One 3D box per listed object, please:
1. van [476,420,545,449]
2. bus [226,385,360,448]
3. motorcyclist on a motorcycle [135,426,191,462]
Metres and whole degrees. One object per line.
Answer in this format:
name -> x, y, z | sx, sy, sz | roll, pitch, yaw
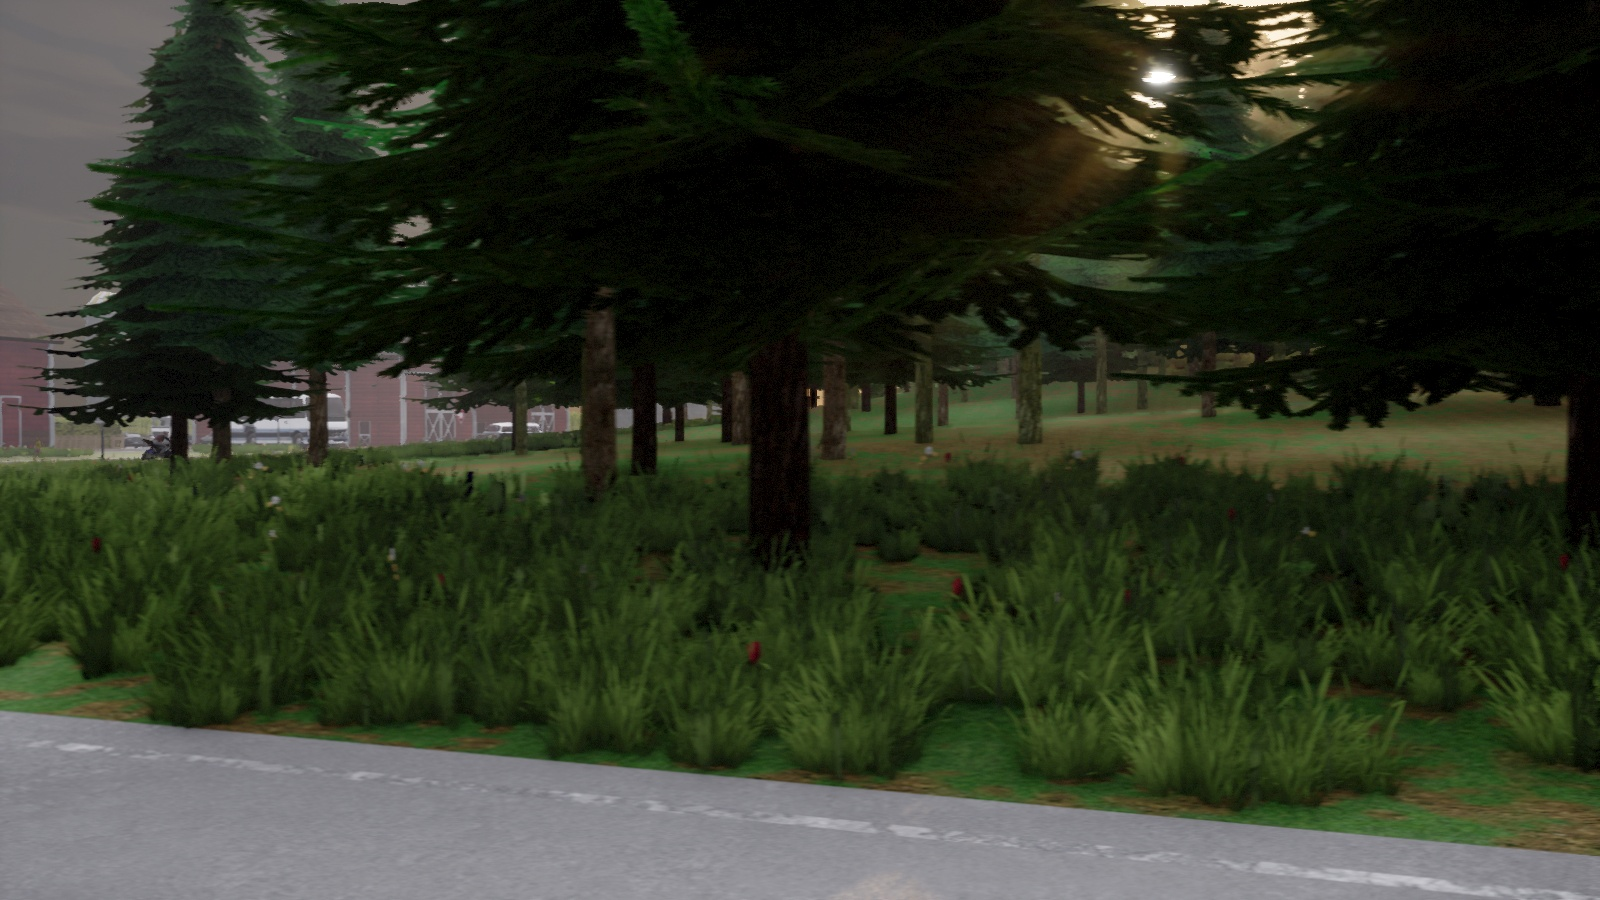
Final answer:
van -> -20.822, -1.118, 90.490 | 2.069, 2.038, 4.480 | 2, 2, 38
bus -> -36.157, -2.332, 89.367 | 10.273, 4.253, 3.944 | 1, 1, 35
motorcyclist on a motorcycle -> -27.956, -0.267, 55.173 | 0.866, 1.530, 2.191 | 1, 1, 19
